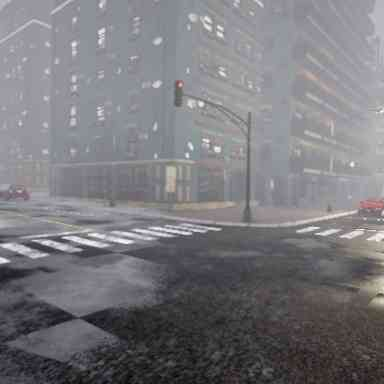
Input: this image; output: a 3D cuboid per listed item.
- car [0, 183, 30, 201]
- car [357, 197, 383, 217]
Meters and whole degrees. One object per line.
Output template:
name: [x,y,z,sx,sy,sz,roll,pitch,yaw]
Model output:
car: [-16.265,-0.060,29.790,4.097,1.590,1.967,3,1,40]
car: [14.328,1.128,26.030,1.887,1.381,4.507,3,2,40]
